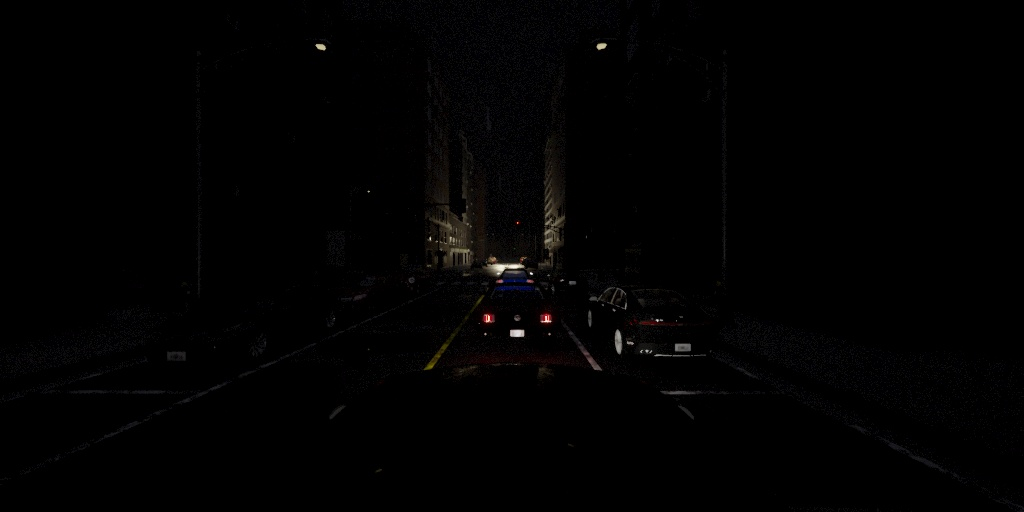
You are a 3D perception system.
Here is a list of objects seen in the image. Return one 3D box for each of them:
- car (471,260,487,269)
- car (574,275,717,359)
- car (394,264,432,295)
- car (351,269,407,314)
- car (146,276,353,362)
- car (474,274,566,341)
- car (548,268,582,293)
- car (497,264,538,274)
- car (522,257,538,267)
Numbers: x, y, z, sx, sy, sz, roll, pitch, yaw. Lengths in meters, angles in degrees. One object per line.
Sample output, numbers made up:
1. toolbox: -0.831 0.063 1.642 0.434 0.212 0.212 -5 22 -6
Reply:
1. car: -5.462 1.368 56.329 1.802 1.307 4.207 0 0 0
2. car: 2.876 1.300 8.198 2.007 1.370 4.403 0 0 0
3. car: -5.614 1.190 19.227 1.967 1.591 4.097 0 0 0
4. car: -5.632 1.332 13.726 1.802 1.307 4.207 0 0 0
5. car: -5.649 1.315 8.225 1.948 1.339 4.313 0 0 0
6. car: 0.120 1.351 9.823 1.895 1.301 4.718 0 0 0
7. car: 2.911 1.316 19.200 1.948 1.339 4.313 0 0 0
8. car: 0.149 1.315 18.582 1.994 1.385 4.181 0 0 1
9. car: 3.063 1.226 56.289 1.967 1.591 4.097 0 0 0
